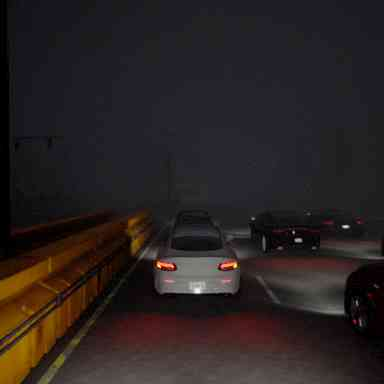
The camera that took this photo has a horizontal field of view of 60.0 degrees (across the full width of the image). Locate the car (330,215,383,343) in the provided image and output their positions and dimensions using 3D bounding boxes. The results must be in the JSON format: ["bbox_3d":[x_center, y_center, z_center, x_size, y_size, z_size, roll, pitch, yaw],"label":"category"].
[{"bbox_3d":[3.594,1.352,3.739,2.097,1.767,4.553,0,0,0],"label":"car"}]

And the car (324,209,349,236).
[{"bbox_3d":[7.085,1.564,17.315,1.994,1.385,4.181,0,0,0],"label":"car"}]

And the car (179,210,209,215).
[{"bbox_3d":[0.086,1.601,17.426,1.895,1.301,4.718,0,0,0],"label":"car"}]

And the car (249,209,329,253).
[{"bbox_3d":[3.589,1.478,13.700,1.882,1.535,5.008,0,0,0],"label":"car"}]

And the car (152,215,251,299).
[{"bbox_3d":[0.093,1.526,8.304,1.812,1.442,4.674,0,0,0],"label":"car"}]
